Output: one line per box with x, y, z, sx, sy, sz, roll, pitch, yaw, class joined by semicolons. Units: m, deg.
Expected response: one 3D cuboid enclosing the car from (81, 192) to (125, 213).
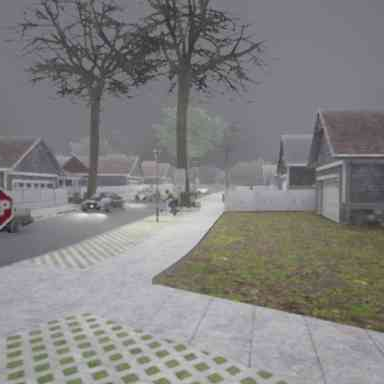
-6.534;0.721;24.763;1.994;1.385;4.181;1;2;10;car

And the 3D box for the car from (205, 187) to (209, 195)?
1.751;-0.293;55.366;1.895;1.301;4.718;1;2;10;car

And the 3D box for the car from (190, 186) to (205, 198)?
0.072;0.036;45.502;1.895;1.301;4.718;1;2;10;car

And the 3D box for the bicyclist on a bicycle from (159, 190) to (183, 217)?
-1.362;0.694;20.302;1.656;1.620;0.582;1;2;10;bicyclist on a bicycle

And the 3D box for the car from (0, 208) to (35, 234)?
-8.823;1.180;13.388;2.033;1.411;5.357;1;3;14;car

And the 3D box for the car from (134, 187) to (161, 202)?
-4.625;0.249;35.519;2.128;1.511;4.902;1;2;10;car
